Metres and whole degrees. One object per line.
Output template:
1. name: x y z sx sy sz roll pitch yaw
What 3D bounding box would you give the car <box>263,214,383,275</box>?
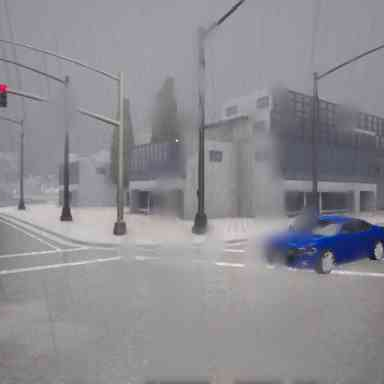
1. car: 4.409 1.521 10.753 5.008 1.535 1.882 0 0 -37
